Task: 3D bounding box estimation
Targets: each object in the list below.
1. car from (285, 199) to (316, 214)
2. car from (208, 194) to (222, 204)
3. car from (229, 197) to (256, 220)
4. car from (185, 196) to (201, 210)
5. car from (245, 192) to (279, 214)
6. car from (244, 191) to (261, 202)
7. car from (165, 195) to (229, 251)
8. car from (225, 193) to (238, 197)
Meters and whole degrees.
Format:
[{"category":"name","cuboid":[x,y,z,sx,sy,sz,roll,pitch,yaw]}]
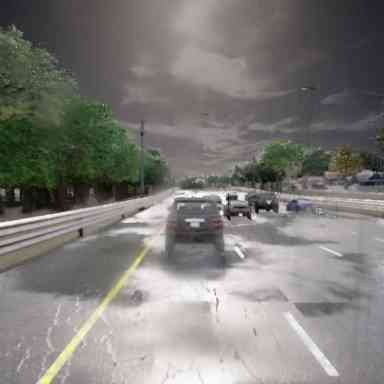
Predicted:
[{"category":"car","cuboid":[10.600,1.373,32.517,1.812,1.442,4.674,0,1,0]},{"category":"car","cuboid":[3.598,1.117,52.643,1.994,1.385,4.181,0,1,0]},{"category":"car","cuboid":[3.598,1.404,27.047,1.837,1.490,4.892,0,0,0]},{"category":"car","cuboid":[0.098,1.297,40.163,1.812,1.442,4.674,0,1,0]},{"category":"car","cuboid":[7.098,1.061,33.387,2.150,2.045,5.566,0,1,0]},{"category":"car","cuboid":[10.598,0.744,58.446,2.097,1.767,4.553,0,2,0]},{"category":"car","cuboid":[0.100,1.207,14.107,2.150,2.045,5.566,0,0,0]},{"category":"car","cuboid":[7.099,0.831,59.719,1.882,1.535,5.008,0,2,0]}]
